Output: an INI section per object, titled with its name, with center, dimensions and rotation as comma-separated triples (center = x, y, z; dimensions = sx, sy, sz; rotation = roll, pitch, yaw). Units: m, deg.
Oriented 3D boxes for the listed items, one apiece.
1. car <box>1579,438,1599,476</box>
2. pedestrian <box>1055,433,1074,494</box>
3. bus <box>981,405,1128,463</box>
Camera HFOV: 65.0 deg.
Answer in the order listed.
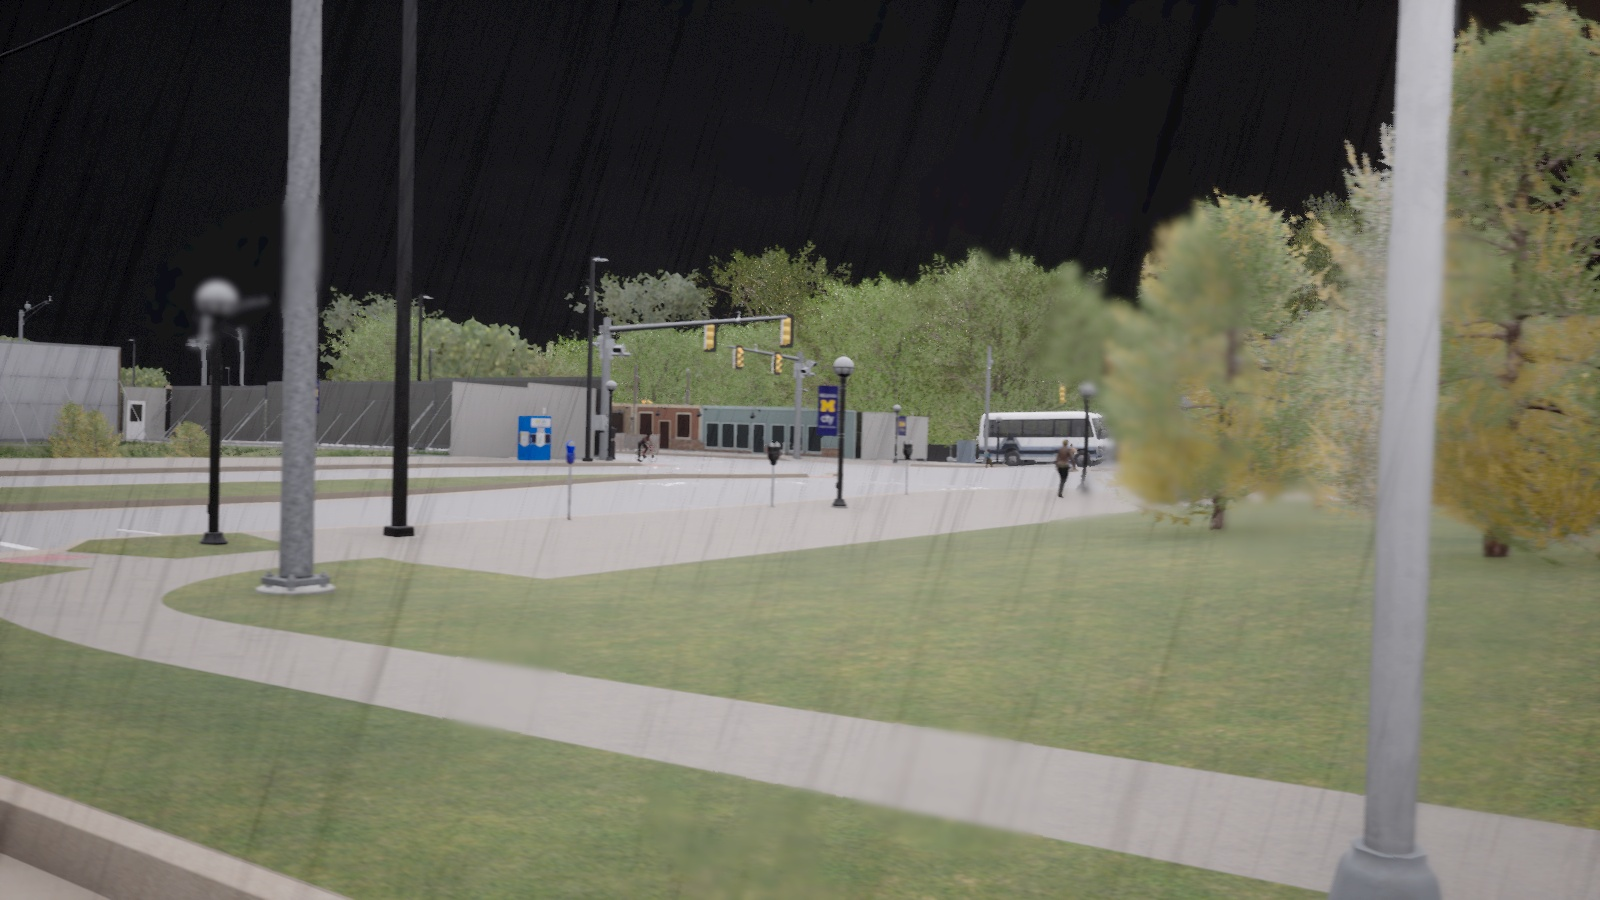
[car]
center = 32.780, 0.316, 48.979
dimensions = 1.845, 1.501, 3.633
rotation = -1, 2, -22
[pedestrian]
center = 8.123, 0.415, 38.542
dimensions = 0.331, 1.846, 0.634
rotation = 2, 2, 31
[bus]
center = 19.580, -1.157, 96.969
dimensions = 10.273, 4.253, 3.944
rotation = -1, 0, 34
